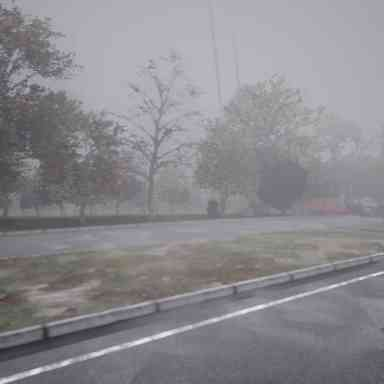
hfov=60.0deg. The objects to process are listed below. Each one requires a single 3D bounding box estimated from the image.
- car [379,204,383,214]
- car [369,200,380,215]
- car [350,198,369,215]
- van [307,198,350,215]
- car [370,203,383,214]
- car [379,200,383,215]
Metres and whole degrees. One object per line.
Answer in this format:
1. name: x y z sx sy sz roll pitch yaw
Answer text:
1. car: 31.866 2.651 51.050 2.097 1.535 5.008 3 -2 -35
2. car: 20.701 2.139 42.871 1.946 1.575 5.366 2 -1 -35
3. car: 18.331 1.795 41.444 2.435 2.045 5.566 2 -1 -35
4. van: 15.924 1.731 39.839 1.878 1.987 4.442 2 -1 -35
5. car: 29.510 2.544 49.371 2.097 1.535 5.008 3 -2 -35
6. car: 22.849 2.243 44.622 2.231 1.521 4.892 3 -2 -35
